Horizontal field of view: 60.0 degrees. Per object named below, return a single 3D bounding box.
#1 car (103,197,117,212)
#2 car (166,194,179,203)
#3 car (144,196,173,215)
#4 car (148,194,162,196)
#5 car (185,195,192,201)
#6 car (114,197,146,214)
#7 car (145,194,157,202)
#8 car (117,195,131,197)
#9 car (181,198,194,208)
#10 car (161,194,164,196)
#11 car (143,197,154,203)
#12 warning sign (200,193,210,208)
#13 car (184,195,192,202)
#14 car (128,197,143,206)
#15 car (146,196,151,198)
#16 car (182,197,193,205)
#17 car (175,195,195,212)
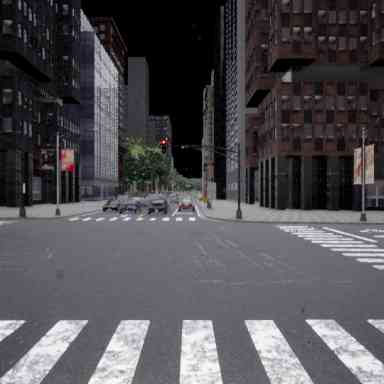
[{"bbox_3d":[-9.139,1.564,38.919,1.947,1.339,4.313,0,0,0],"label":"car"},{"bbox_3d":[-3.462,1.601,65.389,2.033,1.411,5.357,0,0,0],"label":"car"},{"bbox_3d":[-3.365,1.496,34.405,1.837,1.490,4.892,0,0,1],"label":"car"},{"bbox_3d":[-6.570,1.536,55.547,1.837,1.490,4.892,0,0,0],"label":"car"},{"bbox_3d":[-0.939,1.551,87.797,1.967,1.590,4.097,0,0,0],"label":"car"},{"bbox_3d":[-6.459,1.538,35.399,2.033,1.411,5.357,0,0,-1],"label":"car"},{"bbox_3d":[-9.392,1.397,76.901,2.192,1.841,5.009,0,0,0],"label":"car"},{"bbox_3d":[-9.176,1.324,44.345,2.192,1.841,5.009,0,0,0],"label":"car"},{"bbox_3d":[-0.686,1.601,49.822,1.802,1.307,4.206,0,0,0],"label":"car"},{"bbox_3d":[-9.465,1.426,87.752,2.192,1.841,5.009,0,0,0],"label":"car"},{"bbox_3d":[-9.355,1.650,71.474,1.802,1.307,4.206,0,0,0],"label":"car"},{"bbox_3d":[1.672,1.120,42.658,1.300,1.860,1.060,0,0,0],"label":"warning sign"},{"bbox_3d":[-0.903,1.536,82.372,1.967,1.590,4.097,0,0,0],"label":"car"},{"bbox_3d":[-9.246,1.556,55.026,1.752,1.417,4.829,0,0,0],"label":"car"},{"bbox_3d":[-6.523,1.574,45.354,1.994,1.385,4.181,0,0,-1],"label":"car"},{"bbox_3d":[-0.758,1.587,60.672,1.887,1.381,4.507,0,0,0],"label":"car"},{"bbox_3d":[-0.615,1.438,38.973,1.967,1.590,4.097,0,0,0],"label":"car"}]
